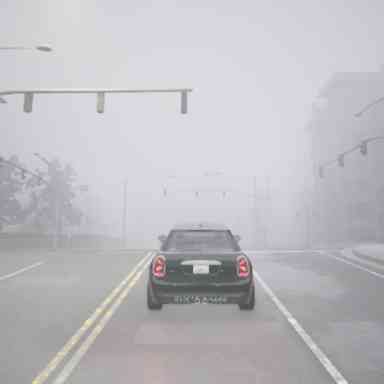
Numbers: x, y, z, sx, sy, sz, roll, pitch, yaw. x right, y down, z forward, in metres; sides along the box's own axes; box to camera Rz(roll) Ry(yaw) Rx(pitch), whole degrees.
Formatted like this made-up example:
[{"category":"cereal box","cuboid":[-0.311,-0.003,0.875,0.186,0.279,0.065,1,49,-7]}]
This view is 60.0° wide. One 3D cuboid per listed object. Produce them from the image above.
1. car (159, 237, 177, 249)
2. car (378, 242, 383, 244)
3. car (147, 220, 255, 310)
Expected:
[{"category":"car","cuboid":[-3.026,6.553,42.535,1.837,1.490,4.892,0,-10,1]},{"category":"car","cuboid":[17.243,4.291,26.312,4.892,1.490,1.837,3,-10,1]},{"category":"car","cuboid":[0.186,1.496,8.288,2.097,1.767,4.553,0,-1,0]}]
